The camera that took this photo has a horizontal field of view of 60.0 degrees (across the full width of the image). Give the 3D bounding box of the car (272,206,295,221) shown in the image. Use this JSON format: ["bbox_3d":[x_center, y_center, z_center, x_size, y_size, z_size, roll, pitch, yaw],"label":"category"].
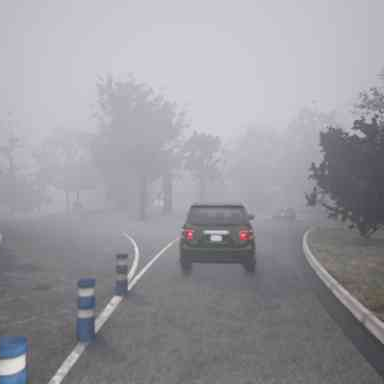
[{"bbox_3d":[9.181,2.131,33.281,1.994,1.385,4.181,0,-1,19],"label":"car"}]

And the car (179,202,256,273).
[{"bbox_3d":[0.943,1.342,11.277,2.150,2.045,5.566,0,-1,7],"label":"car"}]
